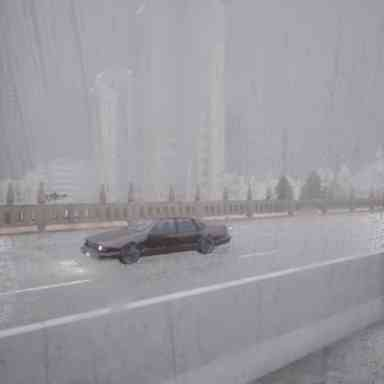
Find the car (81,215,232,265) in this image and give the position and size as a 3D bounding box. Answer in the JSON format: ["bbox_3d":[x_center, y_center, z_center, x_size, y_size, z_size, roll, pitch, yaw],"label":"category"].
[{"bbox_3d":[-1.045,1.547,11.846,5.357,1.411,2.033,0,0,-35],"label":"car"}]
